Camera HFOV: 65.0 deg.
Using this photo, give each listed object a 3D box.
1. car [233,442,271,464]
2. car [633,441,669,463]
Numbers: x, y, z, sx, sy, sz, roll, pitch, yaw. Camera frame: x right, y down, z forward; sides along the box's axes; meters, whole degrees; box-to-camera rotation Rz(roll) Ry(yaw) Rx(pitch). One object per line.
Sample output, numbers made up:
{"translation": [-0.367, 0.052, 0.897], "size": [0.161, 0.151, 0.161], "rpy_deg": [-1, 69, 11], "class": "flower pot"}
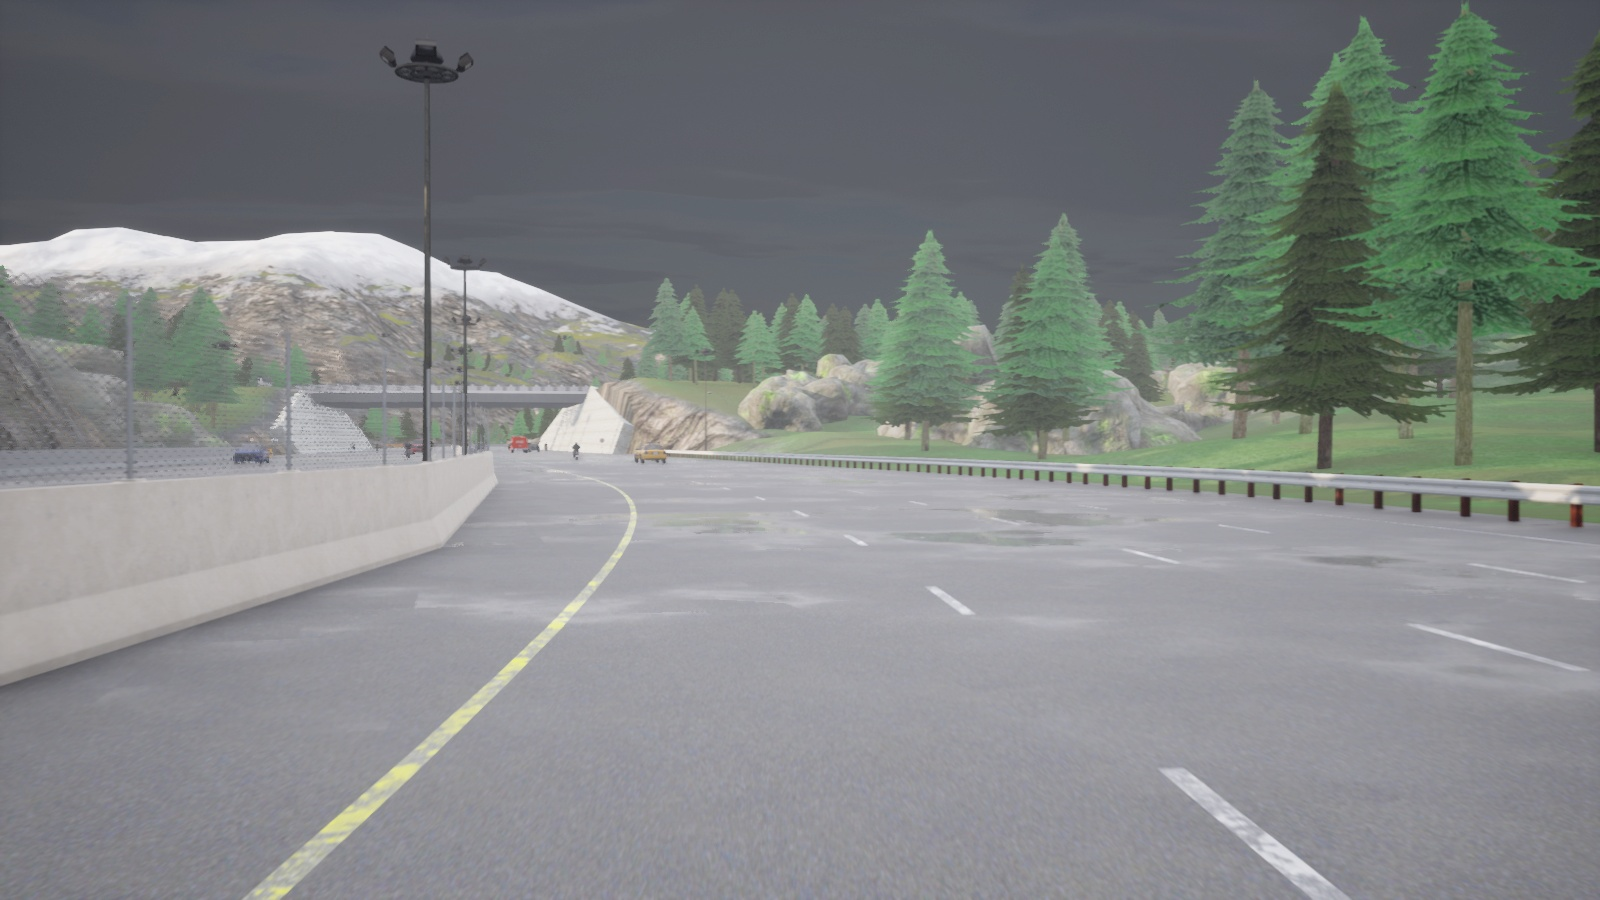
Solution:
{"translation": [-39.514, 0.191, 90.611], "size": [1.882, 1.535, 5.008], "rpy_deg": [0, 0, -16], "class": "car"}
{"translation": [-11.014, 0.157, 92.724], "size": [1.801, 1.575, 5.366], "rpy_deg": [0, 0, -16], "class": "car"}
